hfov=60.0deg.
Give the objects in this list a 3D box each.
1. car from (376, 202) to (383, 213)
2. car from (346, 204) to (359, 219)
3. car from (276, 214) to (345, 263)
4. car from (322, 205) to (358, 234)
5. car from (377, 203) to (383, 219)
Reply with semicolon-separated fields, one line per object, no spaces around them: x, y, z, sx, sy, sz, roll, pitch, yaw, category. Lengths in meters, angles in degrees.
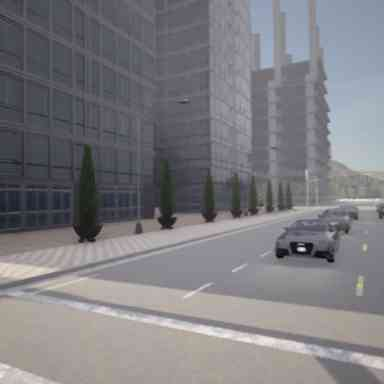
27.582;2.233;47.737;2.033;1.411;5.357;-1;-1;28;car
15.795;2.005;33.635;1.882;1.535;5.008;-1;-1;29;car
4.664;1.788;13.076;1.994;1.385;4.181;-1;-1;28;car
9.527;1.848;22.075;2.128;1.511;4.902;-1;-1;28;car
20.760;1.989;35.088;2.128;1.511;4.902;-1;-2;28;car
